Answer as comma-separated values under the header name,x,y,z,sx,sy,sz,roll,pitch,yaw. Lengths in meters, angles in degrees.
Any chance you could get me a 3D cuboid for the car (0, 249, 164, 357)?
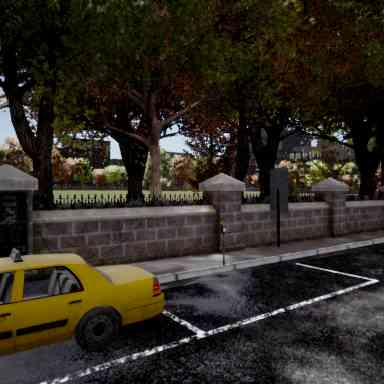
name,x,y,z,sx,sy,sz,roll,pitch,yaw
car,-2.735,1.525,4.609,4.829,1.417,1.752,0,0,-35
